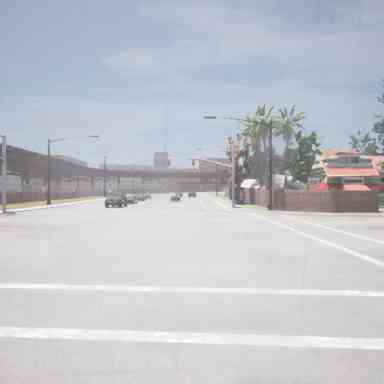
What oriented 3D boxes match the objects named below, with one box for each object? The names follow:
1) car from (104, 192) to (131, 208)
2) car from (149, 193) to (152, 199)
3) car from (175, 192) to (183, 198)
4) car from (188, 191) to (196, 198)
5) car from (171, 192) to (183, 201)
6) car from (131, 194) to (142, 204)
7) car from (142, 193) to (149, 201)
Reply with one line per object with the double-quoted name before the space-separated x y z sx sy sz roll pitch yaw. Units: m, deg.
"car" -10.510 1.082 46.417 2.150 2.045 5.566 0 1 1
"car" -10.426 0.897 76.589 1.812 1.442 4.674 0 1 0
"car" -3.416 0.709 87.213 1.994 1.385 4.181 0 1 0
"car" 0.083 0.519 86.851 2.097 1.767 4.553 0 1 0
"car" -3.333 1.124 69.182 1.895 1.301 4.718 0 1 0
"car" -10.446 1.286 56.539 2.033 1.411 5.357 0 1 0
"car" -10.436 1.142 66.257 1.994 1.385 4.181 0 1 0
